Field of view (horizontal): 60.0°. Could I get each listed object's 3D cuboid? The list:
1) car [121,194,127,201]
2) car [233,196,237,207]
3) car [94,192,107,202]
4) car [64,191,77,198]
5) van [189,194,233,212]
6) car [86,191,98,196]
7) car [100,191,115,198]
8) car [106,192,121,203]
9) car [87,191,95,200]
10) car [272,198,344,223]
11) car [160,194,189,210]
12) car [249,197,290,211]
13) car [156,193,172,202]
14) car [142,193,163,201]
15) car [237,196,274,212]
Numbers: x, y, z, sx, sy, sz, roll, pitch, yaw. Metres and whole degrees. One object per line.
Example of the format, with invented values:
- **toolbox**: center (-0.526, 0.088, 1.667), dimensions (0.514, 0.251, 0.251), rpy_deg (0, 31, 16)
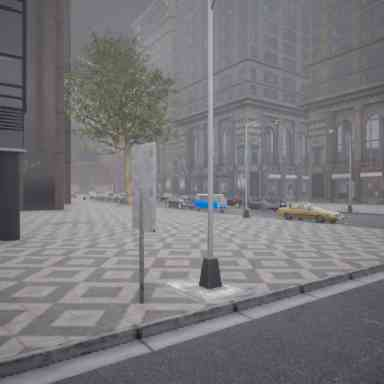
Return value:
- **car**: center (-7.761, 1.050, 46.813), dimensions (1.752, 1.417, 4.829), rpy_deg (1, 0, -35)
- **car**: center (5.566, 1.223, 42.640), dimensions (1.887, 1.381, 4.507), rpy_deg (1, 0, -35)
- **car**: center (-14.301, 0.910, 56.156), dimensions (2.008, 1.369, 4.403), rpy_deg (1, 0, -35)
- **car**: center (-27.184, 0.482, 74.563), dimensions (1.967, 1.590, 4.097), rpy_deg (1, 0, -35)
- **van**: center (1.809, 1.090, 33.142), dimensions (1.690, 1.788, 3.998), rpy_deg (1, 0, -35)
- **car**: center (-26.647, 0.470, 88.658), dimensions (1.802, 1.307, 4.206), rpy_deg (1, 0, -35)
- **car**: center (-20.204, 0.586, 79.455), dimensions (1.887, 1.381, 4.507), rpy_deg (1, 0, -35)
- **car**: center (-11.079, 0.991, 51.554), dimensions (2.008, 1.369, 4.403), rpy_deg (1, 0, -35)
- **car**: center (-17.522, 0.829, 60.758), dimensions (2.008, 1.369, 4.403), rpy_deg (1, 0, -35)
- **car**: center (8.348, 1.398, 23.794), dimensions (1.752, 1.417, 4.829), rpy_deg (1, 0, -35)
- **car**: center (-1.415, 1.230, 37.744), dimensions (2.008, 1.369, 4.403), rpy_deg (1, 0, -35)
- **car**: center (8.786, 1.314, 38.038), dimensions (1.947, 1.339, 4.313), rpy_deg (1, 0, -35)
- **car**: center (-4.097, 0.880, 56.448), dimensions (1.967, 1.590, 4.097), rpy_deg (1, 0, -35)
- **car**: center (-7.321, 0.909, 61.050), dimensions (2.008, 1.369, 4.403), rpy_deg (1, 0, -35)
- **car**: center (7.250, 1.326, 35.573), dimensions (1.994, 1.385, 4.181), rpy_deg (0, 1, -35)
